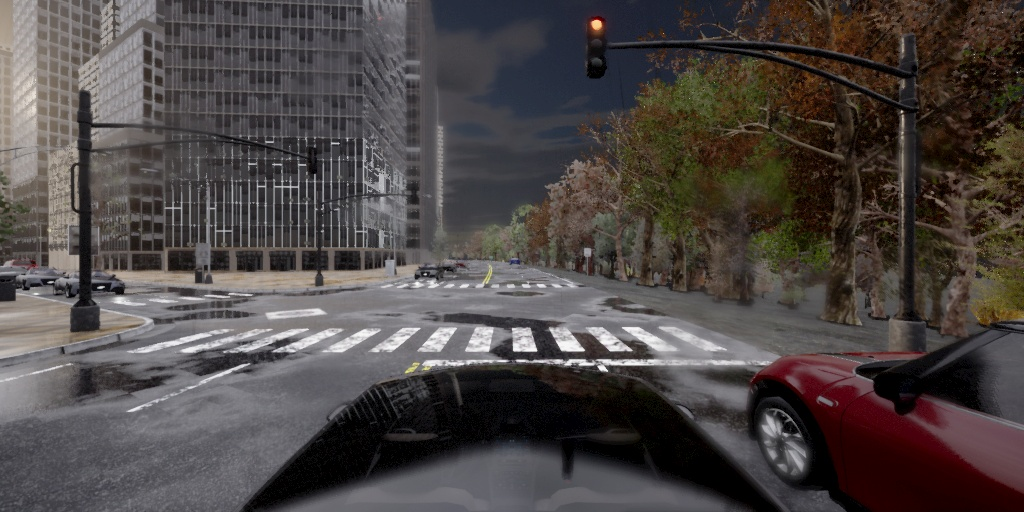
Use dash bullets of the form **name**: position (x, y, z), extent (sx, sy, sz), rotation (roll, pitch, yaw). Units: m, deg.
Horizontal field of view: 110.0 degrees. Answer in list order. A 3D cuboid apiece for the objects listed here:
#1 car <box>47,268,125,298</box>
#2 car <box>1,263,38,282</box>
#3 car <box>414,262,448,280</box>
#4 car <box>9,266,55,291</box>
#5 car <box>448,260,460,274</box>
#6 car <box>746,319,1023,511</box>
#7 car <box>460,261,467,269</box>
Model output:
- **car**: position (-23.396, 1.490, 19.826), extent (4.181, 1.385, 1.994), rotation (0, 0, 29)
- **car**: position (-41.288, 1.586, 29.538), extent (4.892, 1.490, 1.837), rotation (-1, 0, 28)
- **car**: position (-7.146, 1.323, 31.259), extent (1.994, 1.385, 4.181), rotation (0, 0, -2)
- **car**: position (-32.133, 1.564, 24.566), extent (4.181, 1.385, 1.994), rotation (0, 0, 29)
- **car**: position (-7.582, 1.366, 42.350), extent (1.895, 1.301, 4.718), rotation (0, 0, -3)
- **car**: position (3.320, 1.070, 1.717), extent (2.097, 1.767, 4.553), rotation (-1, -1, 2)
- **car**: position (-8.403, 1.378, 58.226), extent (1.895, 1.301, 4.718), rotation (0, 0, -3)
